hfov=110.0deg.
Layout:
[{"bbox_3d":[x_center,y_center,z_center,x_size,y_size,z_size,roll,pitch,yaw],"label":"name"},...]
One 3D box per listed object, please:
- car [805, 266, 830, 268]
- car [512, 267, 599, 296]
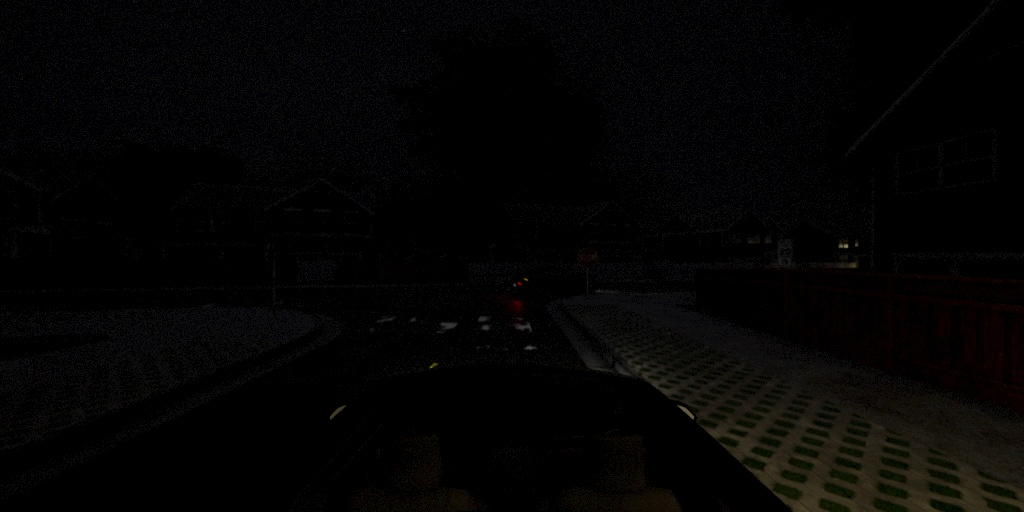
[{"bbox_3d":[22.600,1.485,26.294,4.674,1.442,1.812,1,0,-20],"label":"car"},{"bbox_3d":[2.286,1.274,18.736,4.674,1.442,1.812,1,0,-20],"label":"car"}]
